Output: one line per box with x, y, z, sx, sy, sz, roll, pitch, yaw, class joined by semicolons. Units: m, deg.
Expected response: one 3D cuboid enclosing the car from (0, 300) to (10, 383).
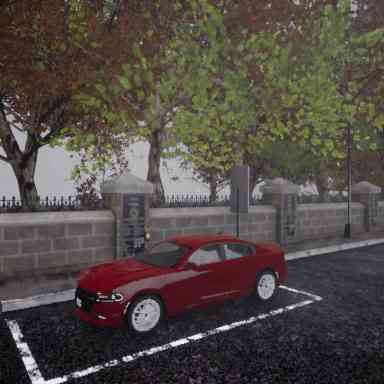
-3.289;1.491;1.026;4.902;1.511;2.128;0;0;-36;car

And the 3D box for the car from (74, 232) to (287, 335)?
-0.012;1.545;6.711;4.507;1.381;1.887;0;0;-36;car

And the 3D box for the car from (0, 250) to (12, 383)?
-4.490;1.551;3.449;4.403;1.369;2.008;0;0;-36;car
